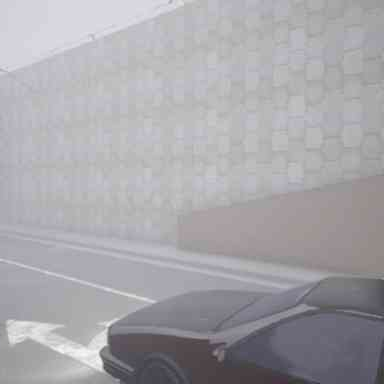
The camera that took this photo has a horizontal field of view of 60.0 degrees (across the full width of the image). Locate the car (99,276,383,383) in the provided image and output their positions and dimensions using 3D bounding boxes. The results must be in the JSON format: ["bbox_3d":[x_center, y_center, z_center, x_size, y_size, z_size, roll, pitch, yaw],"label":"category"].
[{"bbox_3d":[1.584,1.543,2.862,5.357,1.411,2.033,1,1,35],"label":"car"}]
